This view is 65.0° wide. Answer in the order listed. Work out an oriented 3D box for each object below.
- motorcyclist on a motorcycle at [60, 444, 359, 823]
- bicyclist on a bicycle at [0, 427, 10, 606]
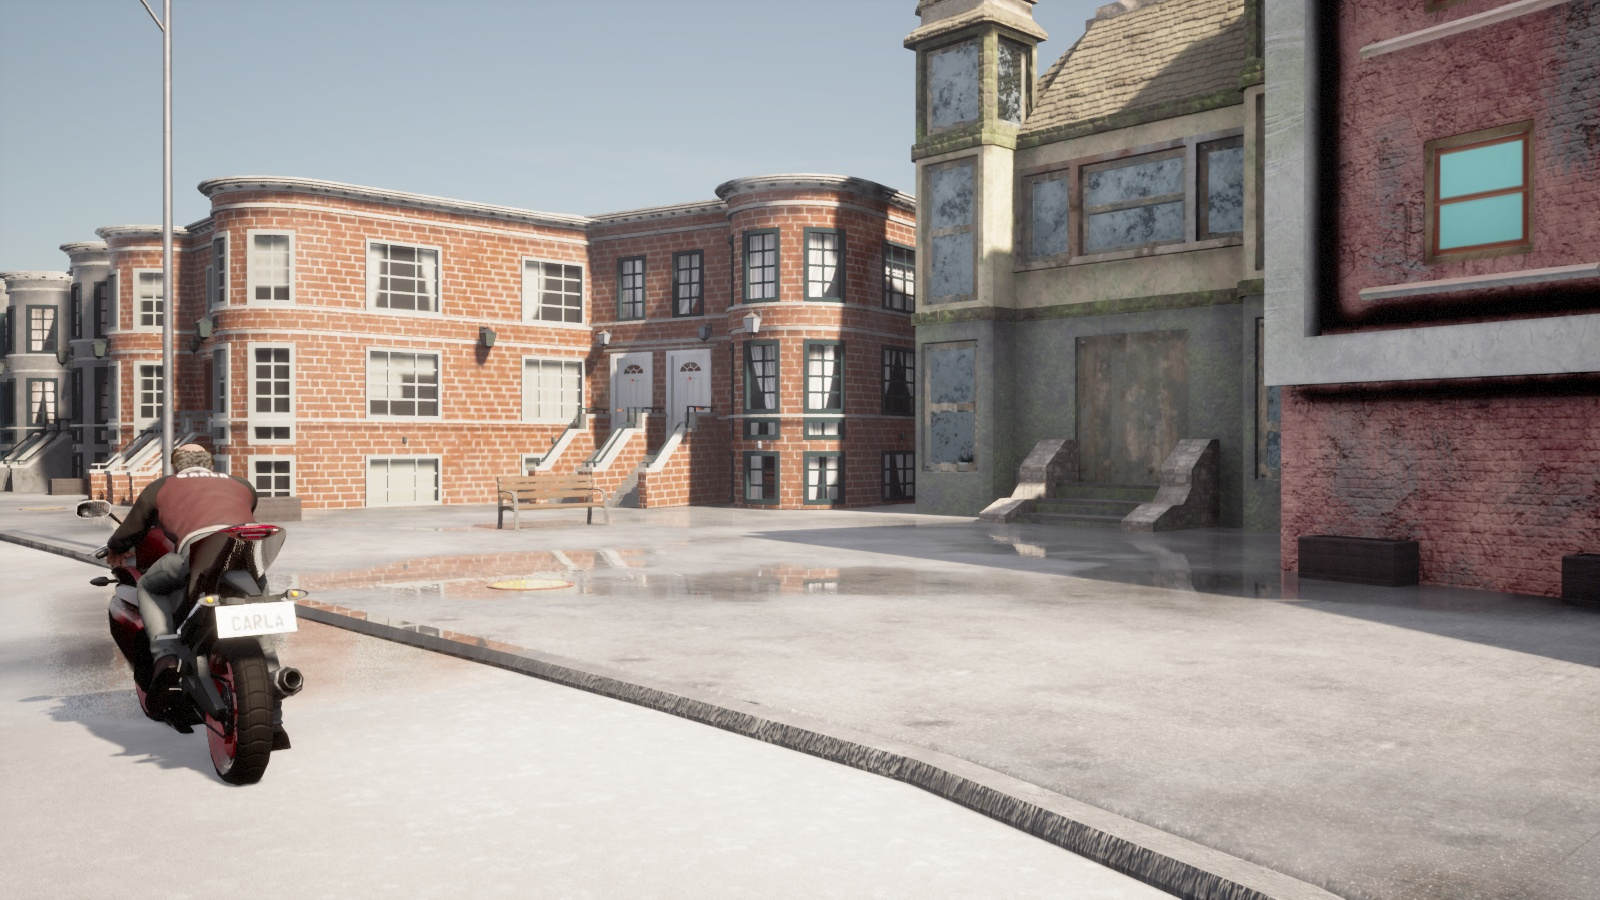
[{"bbox_3d":[-2.991,0.741,6.213,0.866,1.530,2.191,0,0,-38],"label":"motorcyclist on a motorcycle"},{"bbox_3d":[-7.973,0.605,11.591,0.866,1.612,1.509,0,0,-43],"label":"bicyclist on a bicycle"}]
